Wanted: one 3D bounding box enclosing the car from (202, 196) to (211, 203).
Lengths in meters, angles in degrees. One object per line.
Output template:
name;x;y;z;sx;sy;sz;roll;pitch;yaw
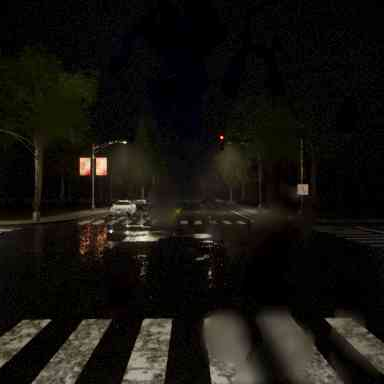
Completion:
car;3.186;1.713;72.481;1.812;1.442;4.674;0;0;0

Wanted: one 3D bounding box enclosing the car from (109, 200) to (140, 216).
car;-6.620;1.553;32.364;1.812;1.442;4.674;0;0;0

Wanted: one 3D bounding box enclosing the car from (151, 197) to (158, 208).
car;-6.636;1.612;50.467;1.812;1.442;4.674;0;0;0

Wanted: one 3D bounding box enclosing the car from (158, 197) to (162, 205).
car;-6.613;1.683;61.120;2.033;1.411;5.357;0;0;0

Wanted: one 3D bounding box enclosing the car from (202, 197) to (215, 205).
car;3.293;1.618;62.047;1.882;1.535;5.008;0;0;0

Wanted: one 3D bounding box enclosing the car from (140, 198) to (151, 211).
car;-6.626;1.650;41.375;1.895;1.301;4.718;0;0;0
